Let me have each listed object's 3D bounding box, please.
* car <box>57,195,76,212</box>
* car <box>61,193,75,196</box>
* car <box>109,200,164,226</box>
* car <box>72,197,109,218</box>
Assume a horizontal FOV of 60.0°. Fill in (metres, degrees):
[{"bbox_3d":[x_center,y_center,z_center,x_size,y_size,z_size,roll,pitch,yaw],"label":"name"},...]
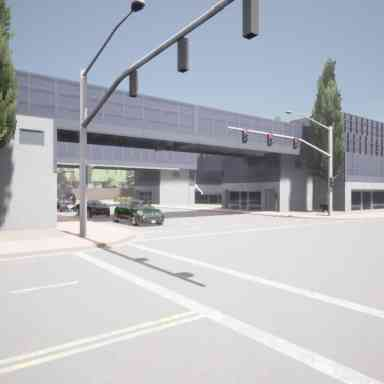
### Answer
[{"bbox_3d":[-14.846,1.492,38.674,2.128,1.511,4.902,0,0,-36],"label":"car"},{"bbox_3d":[-23.706,1.221,63.055,2.150,2.045,5.566,0,0,-36],"label":"car"},{"bbox_3d":[-3.820,1.352,23.514,2.097,1.767,4.553,0,0,-36],"label":"car"},{"bbox_3d":[-9.268,1.478,31.001,1.882,1.535,5.008,0,0,-36],"label":"car"}]
